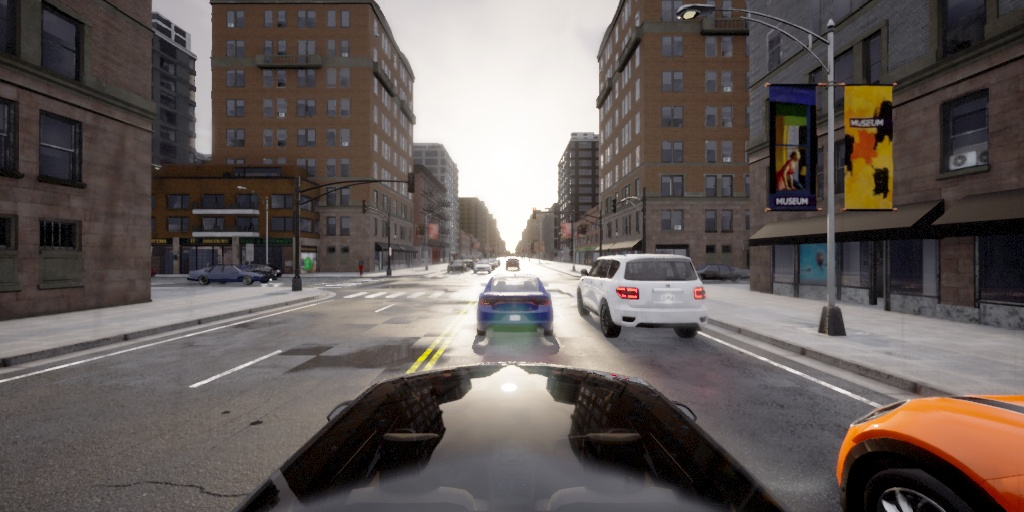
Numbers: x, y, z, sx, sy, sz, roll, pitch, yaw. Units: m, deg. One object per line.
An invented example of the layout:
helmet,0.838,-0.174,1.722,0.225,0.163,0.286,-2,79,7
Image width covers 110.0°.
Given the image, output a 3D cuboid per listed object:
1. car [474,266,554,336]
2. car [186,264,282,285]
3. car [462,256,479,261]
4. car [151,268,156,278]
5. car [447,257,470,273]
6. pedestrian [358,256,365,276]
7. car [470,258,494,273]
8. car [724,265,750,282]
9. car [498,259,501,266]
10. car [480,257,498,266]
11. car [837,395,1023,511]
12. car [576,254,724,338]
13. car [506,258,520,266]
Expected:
car,0.083,1.227,10.467,1.882,1.535,5.008,0,0,0
car,-19.642,1.288,25.257,5.357,1.411,2.033,0,0,0
car,-6.582,0.960,53.131,2.150,2.045,5.566,0,0,0
car,-33.140,1.339,30.816,4.207,1.307,1.802,0,0,0
car,-6.583,1.221,43.374,1.882,1.535,5.008,0,0,0
pedestrian,-14.134,0.915,33.590,0.375,1.860,0.375,0,0,0
car,-3.340,1.269,41.310,1.812,1.442,4.674,0,0,0
car,15.848,1.334,28.364,5.357,1.411,2.033,0,0,0
car,-3.314,1.261,60.429,1.812,1.442,4.674,0,0,1
car,-3.333,1.266,50.424,1.812,1.442,4.674,0,0,0
car,3.344,1.102,0.618,2.097,1.767,4.553,0,0,0
car,3.334,0.971,10.328,2.150,2.045,5.566,0,0,0
car,0.116,1.089,55.932,2.097,1.767,4.553,0,0,0
